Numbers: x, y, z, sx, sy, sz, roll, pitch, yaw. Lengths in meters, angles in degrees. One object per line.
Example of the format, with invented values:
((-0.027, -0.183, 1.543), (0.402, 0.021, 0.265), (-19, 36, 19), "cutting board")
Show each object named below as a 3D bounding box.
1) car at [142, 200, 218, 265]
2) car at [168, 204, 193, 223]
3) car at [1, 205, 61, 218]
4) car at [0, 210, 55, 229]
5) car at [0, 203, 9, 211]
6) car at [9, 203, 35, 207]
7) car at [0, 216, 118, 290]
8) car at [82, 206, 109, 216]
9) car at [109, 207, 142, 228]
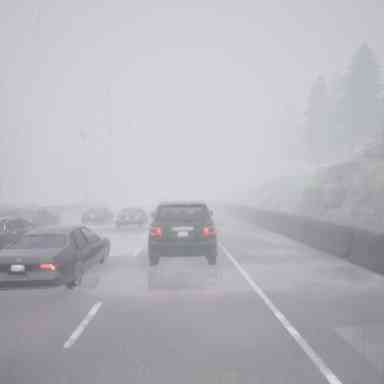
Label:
((-0.344, 1.313, 12.239), (2.150, 2.045, 5.566), (-1, 0, -2), "car")
((-0.978, 1.792, 28.729), (1.994, 1.385, 4.181), (-1, 0, -2), "car")
((-11.338, 1.922, 24.289), (2.033, 1.411, 5.357), (-1, 0, -2), "car")
((-7.373, 1.724, 13.108), (1.837, 1.490, 4.892), (-1, 0, -2), "car")
((-26.349, 2.300, 46.708), (2.128, 1.511, 4.902), (-1, 0, -2), "car")
((-22.823, 2.342, 45.950), (1.895, 1.301, 4.718), (-1, 0, -2), "car")
((-3.756, 1.676, 9.552), (2.033, 1.411, 5.357), (-1, 0, -2), "car")
((-7.974, 1.912, 28.471), (1.994, 1.385, 4.181), (-1, 0, -2), "car")
((-4.344, 1.802, 24.559), (2.033, 1.411, 5.357), (-1, 0, -2), "car")
